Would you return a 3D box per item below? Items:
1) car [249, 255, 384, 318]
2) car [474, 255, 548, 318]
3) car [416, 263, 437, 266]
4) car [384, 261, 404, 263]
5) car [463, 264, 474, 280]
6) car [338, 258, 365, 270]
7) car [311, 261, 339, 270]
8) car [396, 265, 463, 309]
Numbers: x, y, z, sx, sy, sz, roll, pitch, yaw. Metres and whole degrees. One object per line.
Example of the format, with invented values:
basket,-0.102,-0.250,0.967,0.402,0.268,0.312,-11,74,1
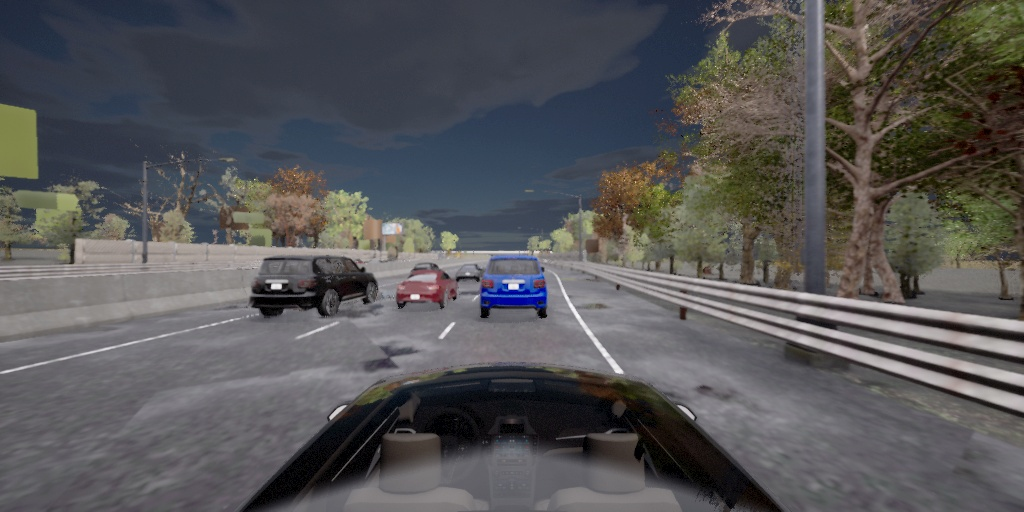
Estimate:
car,-6.931,0.987,13.274,2.150,2.045,5.566,0,0,0
car,0.069,0.988,13.272,2.150,2.045,5.566,0,0,0
car,-6.921,1.296,29.511,1.837,1.490,4.892,0,0,0
car,-17.545,1.448,55.124,1.895,1.301,4.718,0,0,1
car,-3.422,1.354,29.821,1.994,1.385,4.181,0,0,0
car,-24.538,1.198,55.086,2.097,1.767,4.553,0,0,0
car,-28.038,1.406,53.927,1.994,1.385,4.181,0,0,0
car,-3.421,1.293,15.018,1.812,1.442,4.674,0,0,0
